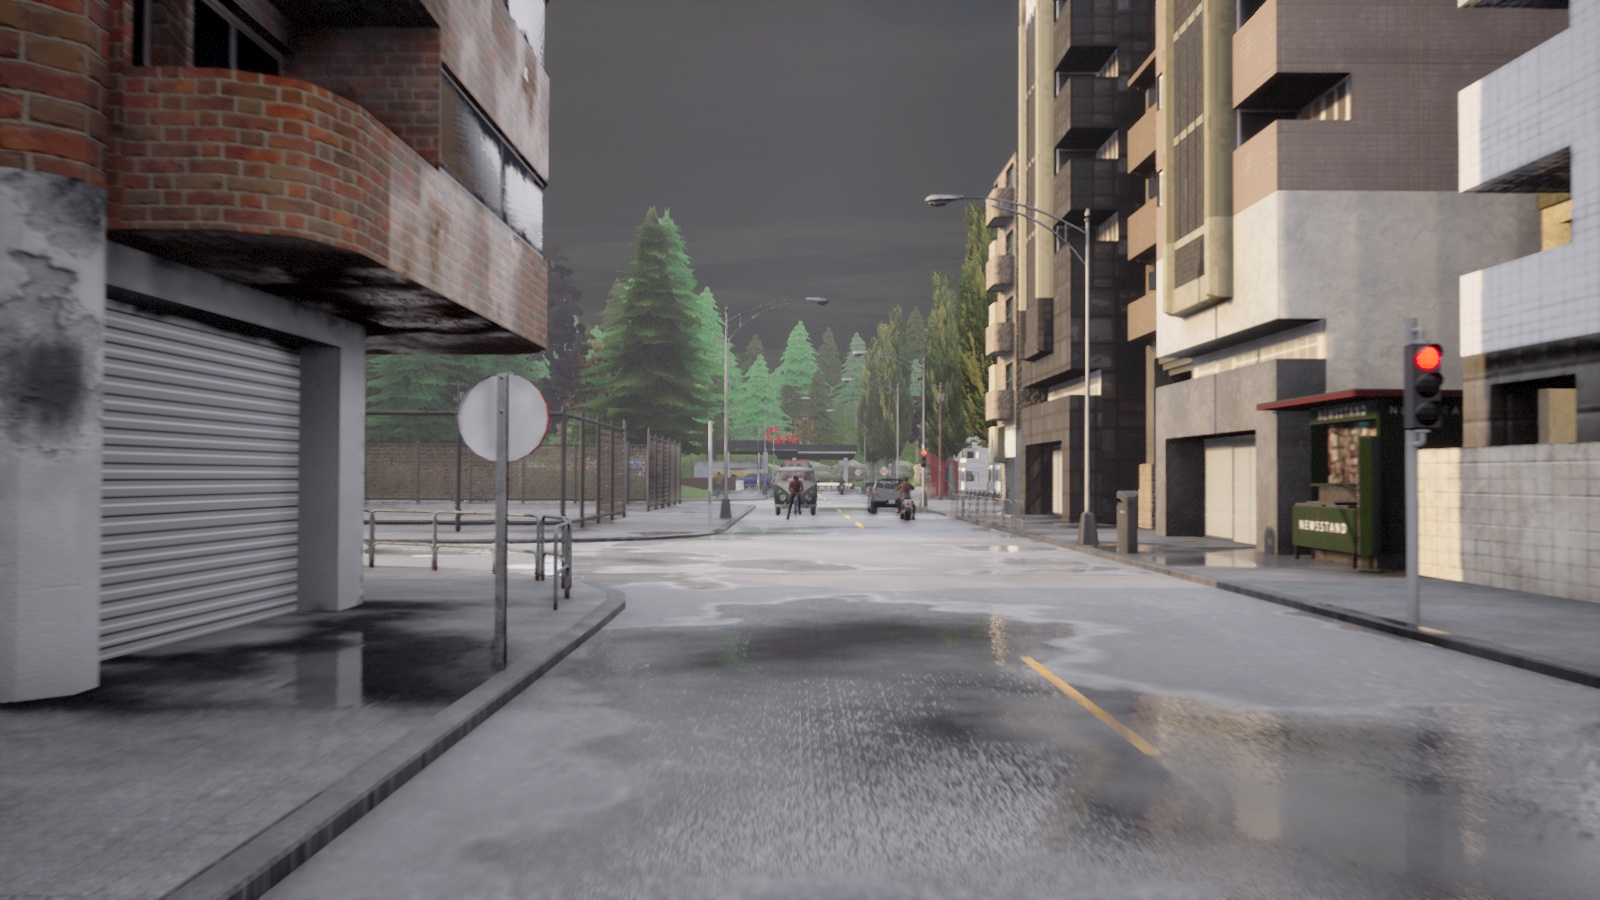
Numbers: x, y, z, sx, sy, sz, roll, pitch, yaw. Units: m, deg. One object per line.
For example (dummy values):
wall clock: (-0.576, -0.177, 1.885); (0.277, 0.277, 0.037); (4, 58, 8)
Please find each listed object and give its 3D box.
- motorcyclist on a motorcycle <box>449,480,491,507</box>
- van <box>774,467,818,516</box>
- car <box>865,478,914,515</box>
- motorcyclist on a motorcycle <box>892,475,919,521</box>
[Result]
motorcyclist on a motorcycle: (-18.929, 2.474, 72.034); (2.191, 1.530, 0.866); (0, -1, 0)
van: (-0.169, 1.694, 52.450); (1.775, 1.987, 4.442); (0, -1, 0)
car: (3.827, 1.984, 54.366); (1.845, 1.501, 3.633); (0, -1, 0)
motorcyclist on a motorcycle: (3.853, 1.741, 45.997); (0.766, 1.649, 2.350); (0, -1, 0)
